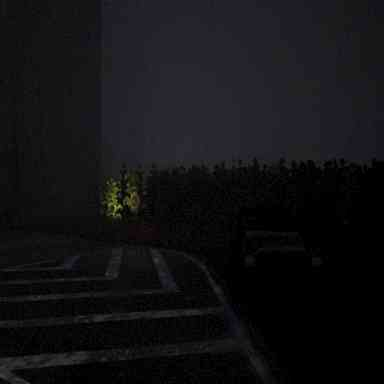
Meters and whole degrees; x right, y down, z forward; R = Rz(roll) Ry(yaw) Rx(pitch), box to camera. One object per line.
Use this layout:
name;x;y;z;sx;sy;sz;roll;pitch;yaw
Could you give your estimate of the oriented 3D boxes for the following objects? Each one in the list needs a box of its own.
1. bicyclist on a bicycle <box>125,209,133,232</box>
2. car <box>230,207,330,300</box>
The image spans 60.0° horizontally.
bicyclist on a bicycle;-3.600;1.477;18.368;0.582;1.620;1.656;0;-2;-33
car;1.970;1.358;8.465;1.905;1.878;3.866;0;0;4
